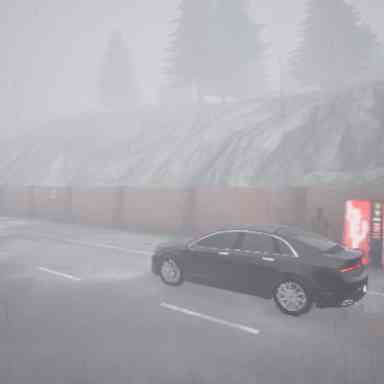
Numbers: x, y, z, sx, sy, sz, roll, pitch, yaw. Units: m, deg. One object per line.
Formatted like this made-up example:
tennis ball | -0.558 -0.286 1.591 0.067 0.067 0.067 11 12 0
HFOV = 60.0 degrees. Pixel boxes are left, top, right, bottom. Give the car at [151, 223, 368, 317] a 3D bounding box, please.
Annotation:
car | 1.216 1.477 7.522 4.892 1.490 1.837 1 1 37

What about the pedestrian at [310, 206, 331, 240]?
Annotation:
pedestrian | 3.630 1.285 9.452 0.375 1.860 0.375 1 0 37

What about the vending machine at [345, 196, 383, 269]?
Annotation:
vending machine | 5.425 1.203 10.447 0.880 2.100 1.100 1 0 37
